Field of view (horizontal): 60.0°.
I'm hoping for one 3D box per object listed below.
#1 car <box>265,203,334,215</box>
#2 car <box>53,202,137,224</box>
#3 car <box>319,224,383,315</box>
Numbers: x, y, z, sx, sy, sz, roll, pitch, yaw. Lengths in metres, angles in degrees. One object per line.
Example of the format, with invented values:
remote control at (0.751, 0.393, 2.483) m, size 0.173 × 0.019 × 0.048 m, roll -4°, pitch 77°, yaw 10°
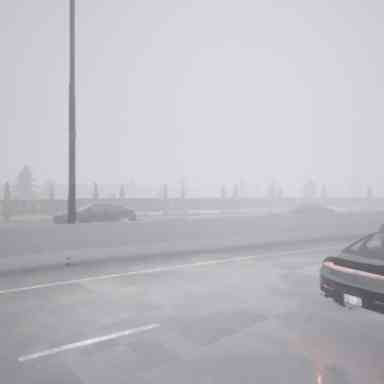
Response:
car at (7.850, 1.477, 23.993) m, size 5.357 × 1.411 × 2.033 m, roll 0°, pitch 0°, yaw -24°
car at (-5.953, 1.383, 20.700) m, size 5.008 × 1.535 × 1.882 m, roll 0°, pitch 0°, yaw -31°
car at (4.598, 1.478, 6.430) m, size 4.902 × 1.511 × 2.128 m, roll 0°, pitch 0°, yaw -31°
